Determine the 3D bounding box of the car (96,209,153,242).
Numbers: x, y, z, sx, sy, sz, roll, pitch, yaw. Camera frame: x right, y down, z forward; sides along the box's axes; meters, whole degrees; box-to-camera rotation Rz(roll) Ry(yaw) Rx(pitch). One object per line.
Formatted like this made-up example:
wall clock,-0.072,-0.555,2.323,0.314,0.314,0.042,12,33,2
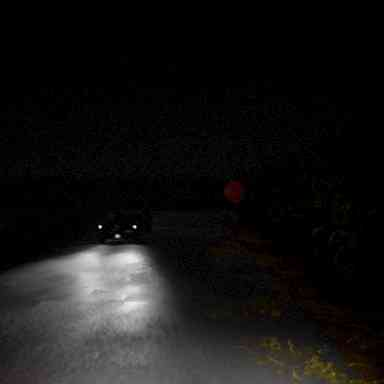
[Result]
car,-3.067,1.513,15.964,1.895,1.301,4.718,0,0,1

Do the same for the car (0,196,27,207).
car,-19.692,1.156,34.379,4.553,1.767,2.097,0,0,1
